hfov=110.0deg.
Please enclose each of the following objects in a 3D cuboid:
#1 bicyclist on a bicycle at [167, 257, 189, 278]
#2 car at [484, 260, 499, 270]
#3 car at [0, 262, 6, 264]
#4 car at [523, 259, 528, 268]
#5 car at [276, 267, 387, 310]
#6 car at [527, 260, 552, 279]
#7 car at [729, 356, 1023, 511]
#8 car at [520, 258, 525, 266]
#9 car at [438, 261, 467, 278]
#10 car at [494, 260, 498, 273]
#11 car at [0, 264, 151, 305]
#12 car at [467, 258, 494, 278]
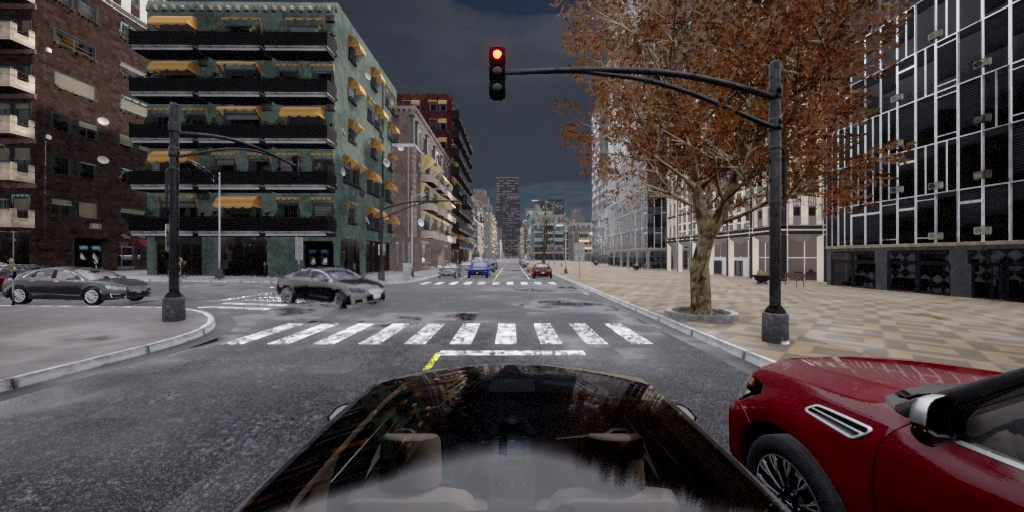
[{"bbox_3d":[-23.168,0.761,24.917,0.582,1.620,1.656,1,0,-1],"label":"bicyclist on a bicycle"},{"bbox_3d":[-3.080,1.333,54.720,2.033,1.411,5.357,0,0,0],"label":"car"},{"bbox_3d":[-21.326,1.077,16.197,4.718,1.301,1.895,1,0,-1],"label":"car"},{"bbox_3d":[2.693,1.298,44.307,1.751,1.417,4.829,0,0,0],"label":"car"},{"bbox_3d":[-7.345,1.223,14.589,4.902,1.511,2.128,1,0,24],"label":"car"},{"bbox_3d":[2.692,1.307,33.071,1.888,1.381,4.507,0,0,0],"label":"car"},{"bbox_3d":[2.692,1.065,0.684,2.192,1.841,5.009,0,0,0],"label":"car"},{"bbox_3d":[2.694,1.375,60.734,1.802,1.307,4.207,0,0,0],"label":"car"},{"bbox_3d":[-5.688,1.312,33.072,2.007,1.370,4.403,0,0,0],"label":"car"},{"bbox_3d":[-3.087,1.337,44.357,1.994,1.385,4.181,0,0,0],"label":"car"},{"bbox_3d":[-16.434,1.091,13.656,4.403,1.370,2.007,0,0,-1],"label":"car"},{"bbox_3d":[-3.091,1.241,34.359,1.882,1.535,5.008,0,0,0],"label":"car"}]
